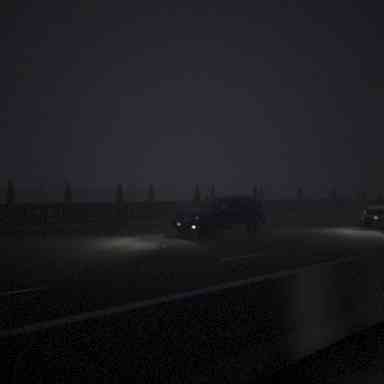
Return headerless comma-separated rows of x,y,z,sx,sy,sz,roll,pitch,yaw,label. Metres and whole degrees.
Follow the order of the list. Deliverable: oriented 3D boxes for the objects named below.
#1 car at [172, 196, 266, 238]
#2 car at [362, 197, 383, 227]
1.601,1.238,18.029,5.566,2.045,2.150,0,0,-35,car
13.717,1.267,22.365,5.566,2.045,2.150,0,0,-35,car
